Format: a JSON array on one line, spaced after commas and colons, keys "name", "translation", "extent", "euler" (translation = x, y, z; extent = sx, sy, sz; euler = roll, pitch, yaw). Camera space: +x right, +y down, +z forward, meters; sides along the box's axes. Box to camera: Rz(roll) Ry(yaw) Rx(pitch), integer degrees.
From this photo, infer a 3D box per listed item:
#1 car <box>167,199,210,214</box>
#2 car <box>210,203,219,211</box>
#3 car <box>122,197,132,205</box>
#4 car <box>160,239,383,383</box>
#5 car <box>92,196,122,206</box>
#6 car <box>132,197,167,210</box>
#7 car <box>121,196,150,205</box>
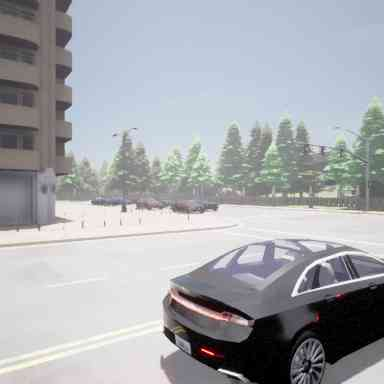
[{"name": "car", "translation": [-0.405, 1.508, 34.929], "extent": [1.994, 1.385, 4.181], "euler": [0, 0, -35]}, {"name": "car", "translation": [1.063, 1.545, 38.971], "extent": [1.895, 1.301, 4.718], "euler": [0, 0, -35]}, {"name": "car", "translation": [-11.887, 1.470, 54.906], "extent": [4.674, 1.442, 1.812], "euler": [0, 0, 40]}, {"name": "car", "translation": [1.880, 1.492, 5.129], "extent": [4.902, 1.511, 2.128], "euler": [0, 0, -35]}, {"name": "car", "translation": [-13.509, 1.545, 51.816], "extent": [4.718, 1.301, 1.895], "euler": [0, 0, 40]}, {"name": "car", "translation": [-5.444, 1.470, 42.091], "extent": [1.812, 1.442, 4.674], "euler": [0, 0, -36]}, {"name": "car", "translation": [-9.939, 1.492, 58.226], "extent": [5.357, 1.411, 2.033], "euler": [0, 0, 39]}]
